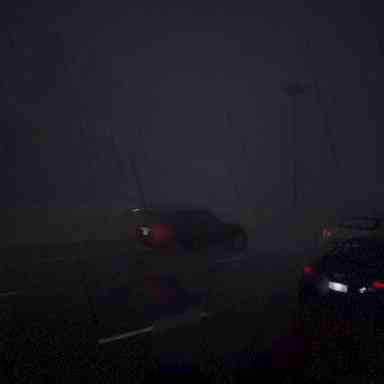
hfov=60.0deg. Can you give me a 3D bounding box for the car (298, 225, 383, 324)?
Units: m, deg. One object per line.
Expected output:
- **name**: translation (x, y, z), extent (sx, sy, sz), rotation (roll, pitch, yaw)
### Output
- **car**: translation (4.119, 1.639, 7.016), extent (4.181, 1.385, 1.994), rotation (1, 0, -38)

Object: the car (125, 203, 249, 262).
- **car**: translation (0.070, 1.441, 12.735), extent (4.553, 1.767, 2.097), rotation (1, -1, -38)

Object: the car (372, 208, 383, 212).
- **car**: translation (15.405, 1.883, 26.122), extent (4.718, 1.301, 1.895), rotation (1, -1, -44)

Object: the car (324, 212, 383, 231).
- **car**: translation (7.714, 1.751, 14.406), extent (4.718, 1.301, 1.895), rotation (1, -1, -40)

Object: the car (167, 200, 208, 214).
- **car**: translation (-0.471, 1.757, 40.254), extent (5.008, 1.535, 1.882), rotation (1, 0, -44)
